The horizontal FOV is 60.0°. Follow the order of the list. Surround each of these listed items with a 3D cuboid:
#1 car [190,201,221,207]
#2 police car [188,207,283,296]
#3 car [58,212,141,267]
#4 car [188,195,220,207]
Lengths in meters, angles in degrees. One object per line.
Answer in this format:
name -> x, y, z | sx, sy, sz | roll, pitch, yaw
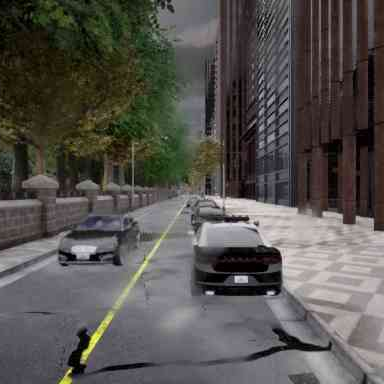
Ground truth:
car -> 0.964, 1.494, 18.684 | 1.837, 1.490, 4.892 | 0, 0, 0
police car -> 0.929, 1.422, 8.794 | 1.930, 1.638, 5.238 | 0, 0, 0
car -> -2.962, 1.487, 11.512 | 2.128, 1.511, 4.902 | 0, 0, 0
car -> 0.986, 1.333, 24.654 | 2.097, 1.767, 4.553 | 0, 0, 0
